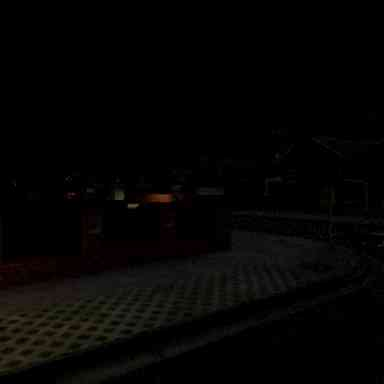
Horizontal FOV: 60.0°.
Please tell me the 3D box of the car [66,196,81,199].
[{"bbox_3d":[-17.120,1.280,48.009,2.033,1.411,5.357,-1,1,-35],"label":"car"}]
